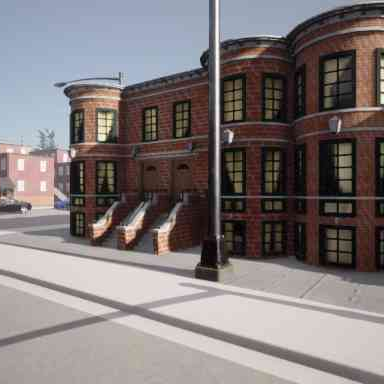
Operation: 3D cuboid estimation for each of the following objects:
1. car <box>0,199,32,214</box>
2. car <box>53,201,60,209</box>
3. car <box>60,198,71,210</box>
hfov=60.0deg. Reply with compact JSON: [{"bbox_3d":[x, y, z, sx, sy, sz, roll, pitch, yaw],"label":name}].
[{"bbox_3d":[-18.767,1.491,33.567,2.128,1.511,4.902,0,0,36],"label":"car"},{"bbox_3d":[-15.729,1.478,43.828,1.882,1.535,5.008,0,0,35],"label":"car"},{"bbox_3d":[-13.327,1.599,41.167,1.895,1.301,4.718,0,0,36],"label":"car"}]
